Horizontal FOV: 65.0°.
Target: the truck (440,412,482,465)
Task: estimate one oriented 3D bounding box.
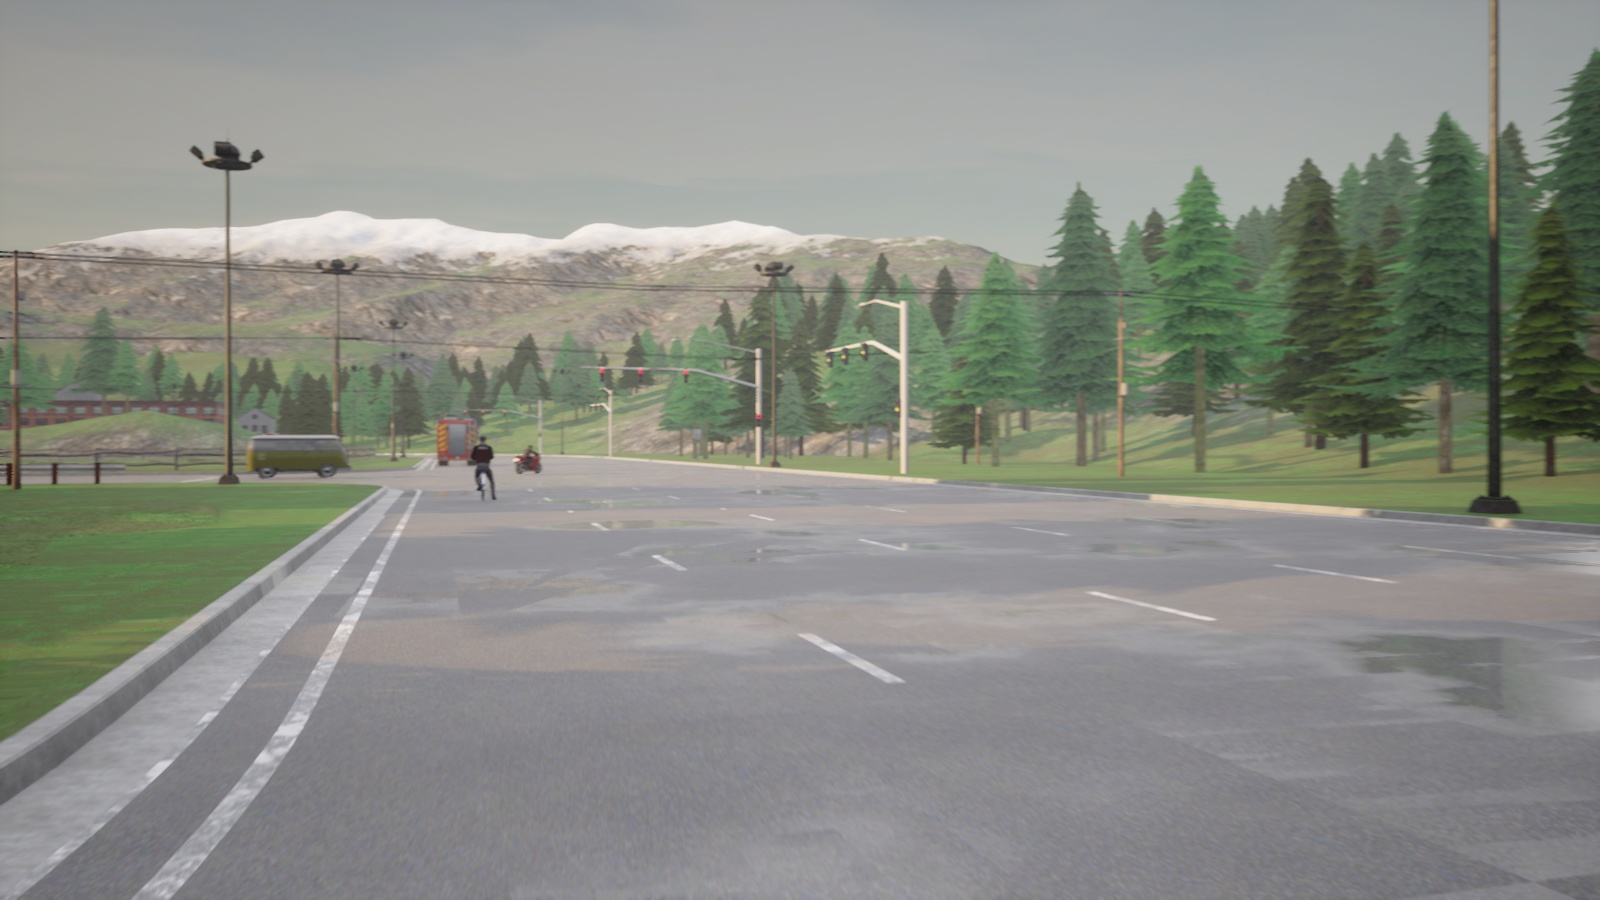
[{"bbox_3d":[-25.331,-0.847,94.201,2.891,3.827,8.468,0,0,-14],"label":"truck"}]

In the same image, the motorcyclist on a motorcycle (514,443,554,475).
[{"bbox_3d":[-13.283,0.437,62.779,0.797,1.523,2.044,-2,0,27],"label":"motorcyclist on a motorcycle"}]

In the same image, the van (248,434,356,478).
[{"bbox_3d":[-22.823,0.249,57.547,4.442,1.987,1.775,0,0,-27],"label":"van"}]
